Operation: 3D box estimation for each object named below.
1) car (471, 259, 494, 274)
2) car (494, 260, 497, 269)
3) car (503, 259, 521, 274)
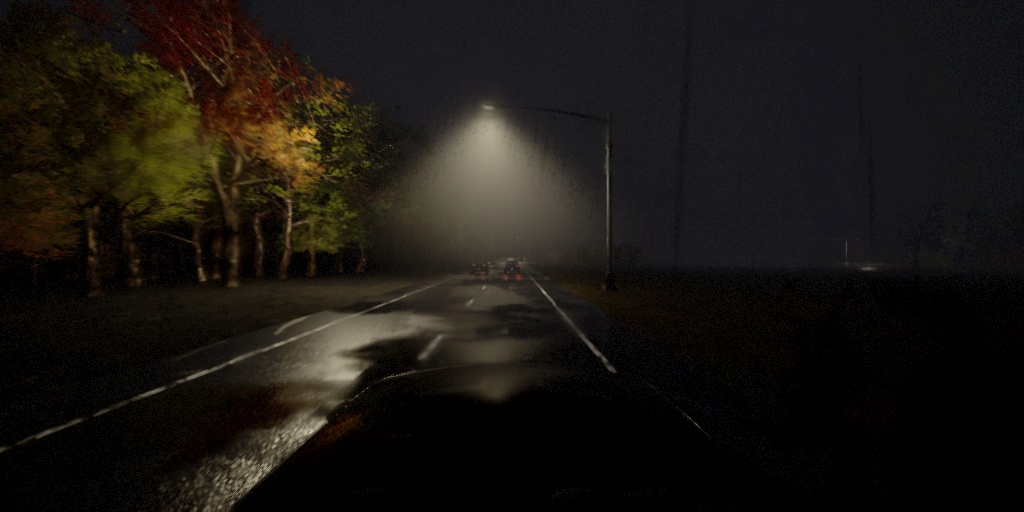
[{"bbox_3d":[-3.487,1.175,40.258,2.128,1.511,4.902,0,0,0],"label":"car"},{"bbox_3d":[-3.450,1.145,55.377,2.128,1.511,4.902,0,0,0],"label":"car"},{"bbox_3d":[0.012,1.209,40.588,1.812,1.442,4.674,0,0,0],"label":"car"}]
